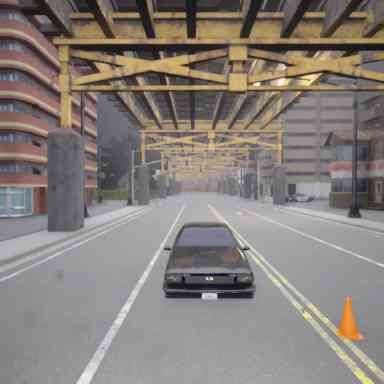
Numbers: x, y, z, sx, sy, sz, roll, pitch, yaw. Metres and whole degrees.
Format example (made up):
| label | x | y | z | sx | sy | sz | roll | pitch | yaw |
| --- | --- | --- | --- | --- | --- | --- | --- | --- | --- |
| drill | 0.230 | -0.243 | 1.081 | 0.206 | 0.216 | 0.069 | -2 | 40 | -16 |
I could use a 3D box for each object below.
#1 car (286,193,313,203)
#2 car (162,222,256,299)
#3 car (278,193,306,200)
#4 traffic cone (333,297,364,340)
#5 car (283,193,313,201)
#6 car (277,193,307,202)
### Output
| label | x | y | z | sx | sy | sz | roll | pitch | yaw |
| --- | --- | --- | --- | --- | --- | --- | --- | --- | --- |
| car | 17.437 | 1.006 | 54.945 | 4.974 | 1.542 | 2.038 | 0 | 1 | -20 |
| car | 0.357 | 1.533 | 8.823 | 2.033 | 1.411 | 5.357 | 0 | 0 | 1 |
| car | 17.831 | 0.801 | 59.078 | 4.536 | 1.218 | 1.853 | 0 | 1 | 25 |
| traffic cone | 2.451 | 1.949 | 5.217 | 0.340 | 0.580 | 0.340 | 0 | 0 | 0 |
| car | 17.486 | 0.848 | 54.961 | 4.536 | 1.218 | 1.853 | 0 | 1 | -20 |
| car | 17.784 | 0.959 | 59.102 | 4.974 | 1.542 | 2.038 | 0 | 1 | 25 |
